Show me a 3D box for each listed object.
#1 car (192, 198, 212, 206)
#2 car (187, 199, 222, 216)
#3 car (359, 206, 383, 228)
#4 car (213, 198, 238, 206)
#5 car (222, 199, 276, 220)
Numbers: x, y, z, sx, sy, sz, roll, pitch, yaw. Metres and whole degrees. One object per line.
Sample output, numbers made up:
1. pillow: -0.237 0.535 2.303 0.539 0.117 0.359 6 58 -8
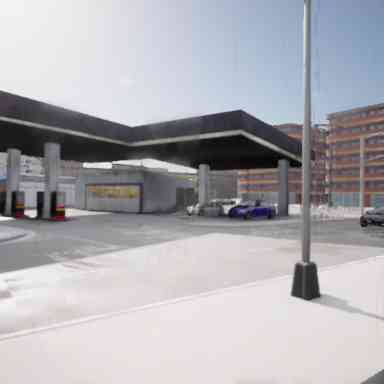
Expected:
1. car: 2.051 2.002 67.978 1.994 1.385 4.181 1 0 -36
2. car: 1.371 1.681 33.660 3.806 1.475 1.970 1 0 -35
3. car: 13.768 1.779 23.540 4.892 1.490 1.837 1 -1 -35
4. car: 6.684 2.043 67.609 2.033 1.411 5.357 1 0 -36
5. car: 5.330 1.529 29.427 4.611 1.667 2.242 1 0 -35
